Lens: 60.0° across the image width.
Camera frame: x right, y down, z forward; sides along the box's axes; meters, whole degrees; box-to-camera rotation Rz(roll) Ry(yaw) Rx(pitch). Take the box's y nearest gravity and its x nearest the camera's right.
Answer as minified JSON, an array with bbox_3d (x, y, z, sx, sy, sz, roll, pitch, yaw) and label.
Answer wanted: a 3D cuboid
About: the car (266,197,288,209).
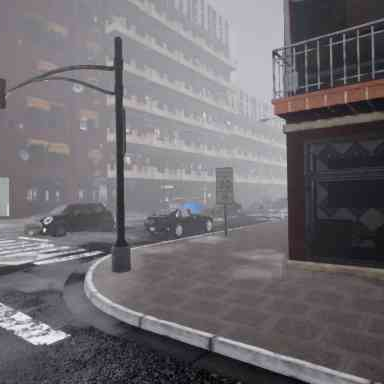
[{"bbox_3d":[11.796,1.442,43.257,1.837,1.490,4.892,-2,-1,36],"label":"car"}]

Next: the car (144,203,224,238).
[{"bbox_3d":[-0.524,1.435,16.821,2.008,1.369,4.403,-1,-1,36],"label":"car"}]

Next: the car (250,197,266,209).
[{"bbox_3d":[9.284,1.430,44.053,1.967,1.590,4.097,-1,-1,36],"label":"car"}]

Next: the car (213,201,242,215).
[{"bbox_3d":[2.902,1.444,30.906,1.882,1.535,5.008,-1,-1,36],"label":"car"}]

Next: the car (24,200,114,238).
[{"bbox_3d":[-6.418,1.354,17.696,2.097,1.767,4.553,-1,-1,33],"label":"car"}]

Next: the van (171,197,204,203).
[{"bbox_3d":[-0.448,1.365,30.466,1.690,1.788,3.998,-1,-1,36],"label":"van"}]
